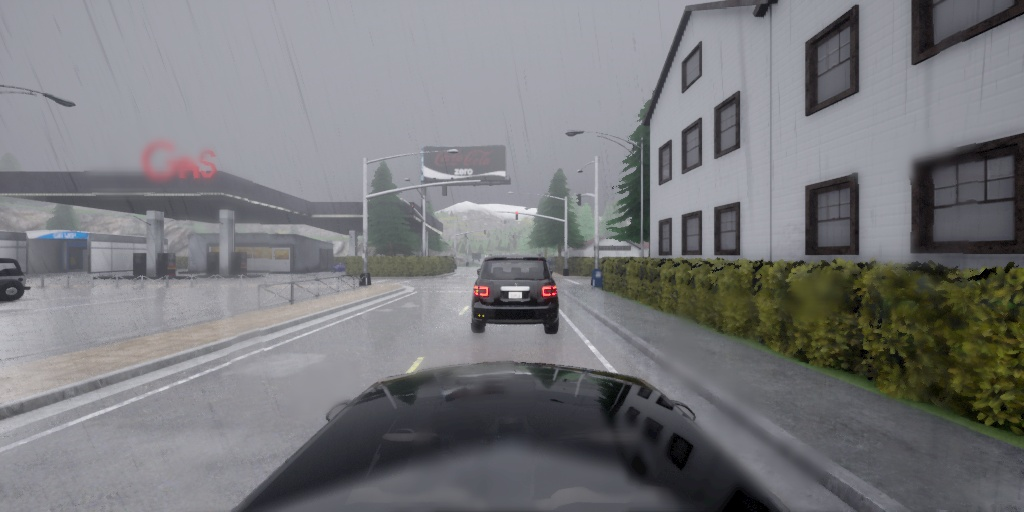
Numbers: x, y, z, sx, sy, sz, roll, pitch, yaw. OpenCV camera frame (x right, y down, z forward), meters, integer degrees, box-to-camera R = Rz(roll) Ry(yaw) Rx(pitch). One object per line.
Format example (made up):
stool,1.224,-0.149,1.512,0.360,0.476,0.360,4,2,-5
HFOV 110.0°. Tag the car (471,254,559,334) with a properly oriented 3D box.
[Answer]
car,0.087,0.971,10.724,2.150,2.045,5.566,0,0,0
